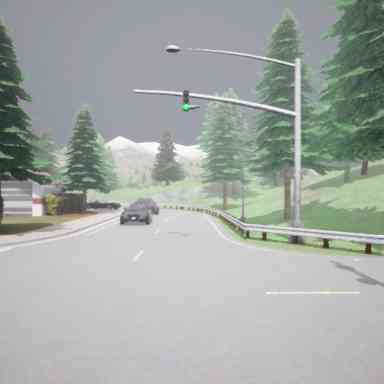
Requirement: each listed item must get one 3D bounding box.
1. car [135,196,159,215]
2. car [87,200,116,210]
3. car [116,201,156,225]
[{"bbox_3d":[-4.776,1.348,33.903,2.097,1.767,4.553,0,0,-19],"label":"car"},{"bbox_3d":[-11.340,1.603,41.649,4.718,1.301,1.895,0,0,14],"label":"car"},{"bbox_3d":[-3.954,1.561,24.111,1.994,1.385,4.181,0,0,-2],"label":"car"}]
